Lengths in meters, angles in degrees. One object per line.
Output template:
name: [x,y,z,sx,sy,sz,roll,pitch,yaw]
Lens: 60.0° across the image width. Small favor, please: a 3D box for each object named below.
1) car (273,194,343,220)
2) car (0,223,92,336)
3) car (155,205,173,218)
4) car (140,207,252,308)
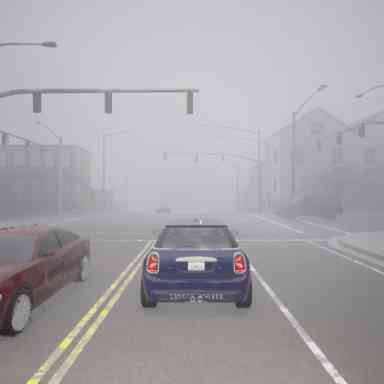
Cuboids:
car: [9.555,1.222,27.531,5.566,2.045,2.150,0,0,-2]
car: [-3.607,1.477,6.863,1.882,1.535,5.008,0,0,0]
car: [-3.564,2.568,42.575,1.895,1.301,4.718,0,-8,0]
car: [0.091,1.352,8.092,2.097,1.767,4.553,0,0,0]
